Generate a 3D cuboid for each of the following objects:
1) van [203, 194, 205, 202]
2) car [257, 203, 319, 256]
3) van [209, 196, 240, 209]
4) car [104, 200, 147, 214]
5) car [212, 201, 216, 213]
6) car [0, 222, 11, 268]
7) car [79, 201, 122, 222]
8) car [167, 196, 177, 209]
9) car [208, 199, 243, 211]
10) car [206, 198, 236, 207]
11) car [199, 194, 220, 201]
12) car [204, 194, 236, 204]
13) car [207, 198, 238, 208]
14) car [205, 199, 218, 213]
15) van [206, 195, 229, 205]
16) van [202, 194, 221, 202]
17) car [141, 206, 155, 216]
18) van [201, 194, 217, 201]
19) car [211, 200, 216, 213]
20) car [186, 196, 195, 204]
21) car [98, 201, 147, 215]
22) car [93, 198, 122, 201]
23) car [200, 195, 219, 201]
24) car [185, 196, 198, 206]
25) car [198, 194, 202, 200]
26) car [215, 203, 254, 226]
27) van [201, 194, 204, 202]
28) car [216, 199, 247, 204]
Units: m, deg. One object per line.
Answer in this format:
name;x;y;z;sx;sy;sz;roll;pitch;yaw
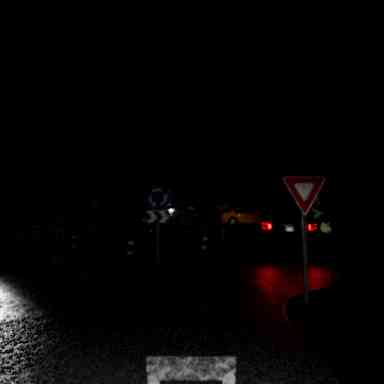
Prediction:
van;4.651;1.519;58.402;4.442;1.987;1.878;0;0;0
car;4.094;1.472;14.415;2.150;2.045;5.566;0;-1;14
van;4.879;1.562;50.238;4.442;1.987;1.878;0;0;0
car;-8.309;1.868;41.829;4.892;1.521;2.231;0;1;0
car;4.738;1.977;33.498;4.792;1.488;2.163;0;1;0
car;-7.193;1.671;11.092;1.895;1.301;4.718;2;-2;-26
car;-8.307;1.948;33.500;5.008;1.535;2.097;0;1;0
car;-3.862;1.800;51.800;1.837;1.490;4.892;0;1;0
car;4.735;1.843;47.347;4.792;1.488;2.163;0;1;0
car;4.789;1.783;55.651;4.792;1.488;2.163;0;0;0
car;4.721;1.458;91.785;5.566;2.045;2.435;0;0;0
car;4.792;1.589;44.575;5.566;2.045;2.435;0;1;0
car;4.790;1.797;53.011;4.792;1.488;2.163;0;0;0
car;4.580;1.891;39.038;5.366;1.575;1.946;0;1;0
van;4.874;1.510;63.958;4.442;1.987;1.878;0;0;0
van;4.869;1.491;83.475;4.442;1.987;1.878;0;0;0
car;-3.876;2.018;28.928;1.837;1.490;4.892;0;0;0
van;4.865;1.481;94.556;4.442;1.987;1.878;0;0;0
car;4.763;1.961;36.268;4.674;1.452;2.002;0;1;0
car;-0.284;1.576;69.429;1.882;1.535;5.008;0;0;0
car;-8.129;1.891;39.053;5.366;1.575;1.946;0;1;0
car;-8.285;1.670;36.274;5.566;2.045;2.435;0;1;0
car;4.745;1.712;88.890;5.008;1.535;2.097;0;0;0
car;-0.227;1.768;59.273;1.837;1.490;4.892;0;0;1
car;4.727;1.477;72.268;5.566;2.045;2.435;0;0;0
car;4.764;2.000;28.081;5.008;1.535;2.097;0;1;0
van;4.640;1.508;66.728;4.442;1.987;1.878;0;0;0
car;4.799;1.848;30.851;4.553;1.767;2.185;0;1;0
